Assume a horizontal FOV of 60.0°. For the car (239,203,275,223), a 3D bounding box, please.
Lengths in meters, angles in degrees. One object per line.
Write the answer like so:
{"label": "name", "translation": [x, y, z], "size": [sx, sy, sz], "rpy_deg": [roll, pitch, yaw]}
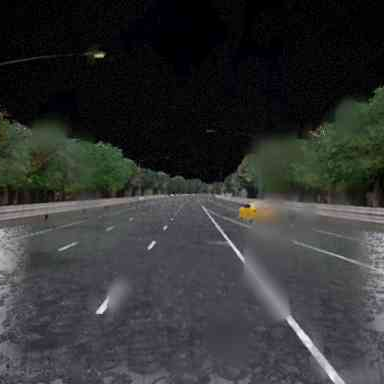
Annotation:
{"label": "car", "translation": [5.165, 1.599, 27.000], "size": [1.882, 1.535, 5.008], "rpy_deg": [0, 0, -6]}
